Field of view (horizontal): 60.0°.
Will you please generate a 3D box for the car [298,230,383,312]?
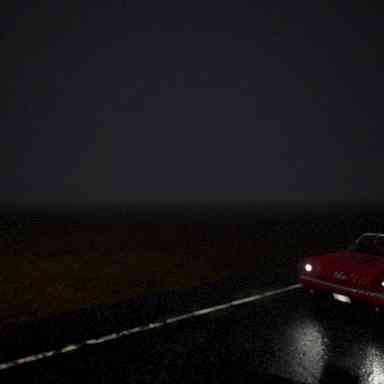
[{"bbox_3d":[4.437,1.542,7.152,4.718,1.301,1.895,-1,0,-35],"label":"car"}]
